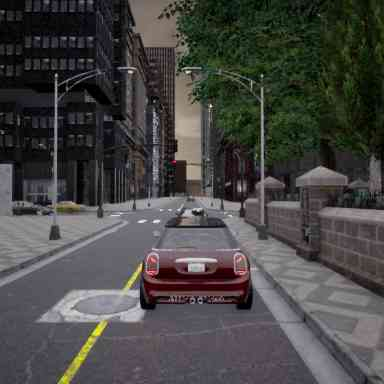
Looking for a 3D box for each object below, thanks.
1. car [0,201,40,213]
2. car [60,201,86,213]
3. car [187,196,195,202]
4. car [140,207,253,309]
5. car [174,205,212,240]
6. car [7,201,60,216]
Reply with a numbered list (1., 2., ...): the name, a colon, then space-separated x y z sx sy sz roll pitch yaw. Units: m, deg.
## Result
1. car: -20.245 1.707 38.581 4.403 1.369 2.008 0 -1 0
2. car: -14.902 1.675 38.570 4.829 1.417 1.752 0 -1 0
3. car: -0.279 1.725 81.310 1.812 1.442 4.674 0 0 0
4. car: 0.071 1.357 8.012 2.097 1.767 4.553 0 0 0
5. car: 0.035 1.541 18.138 1.812 1.442 4.674 0 0 0
6. car: -14.741 1.517 30.046 4.403 1.369 2.008 0 -1 0
